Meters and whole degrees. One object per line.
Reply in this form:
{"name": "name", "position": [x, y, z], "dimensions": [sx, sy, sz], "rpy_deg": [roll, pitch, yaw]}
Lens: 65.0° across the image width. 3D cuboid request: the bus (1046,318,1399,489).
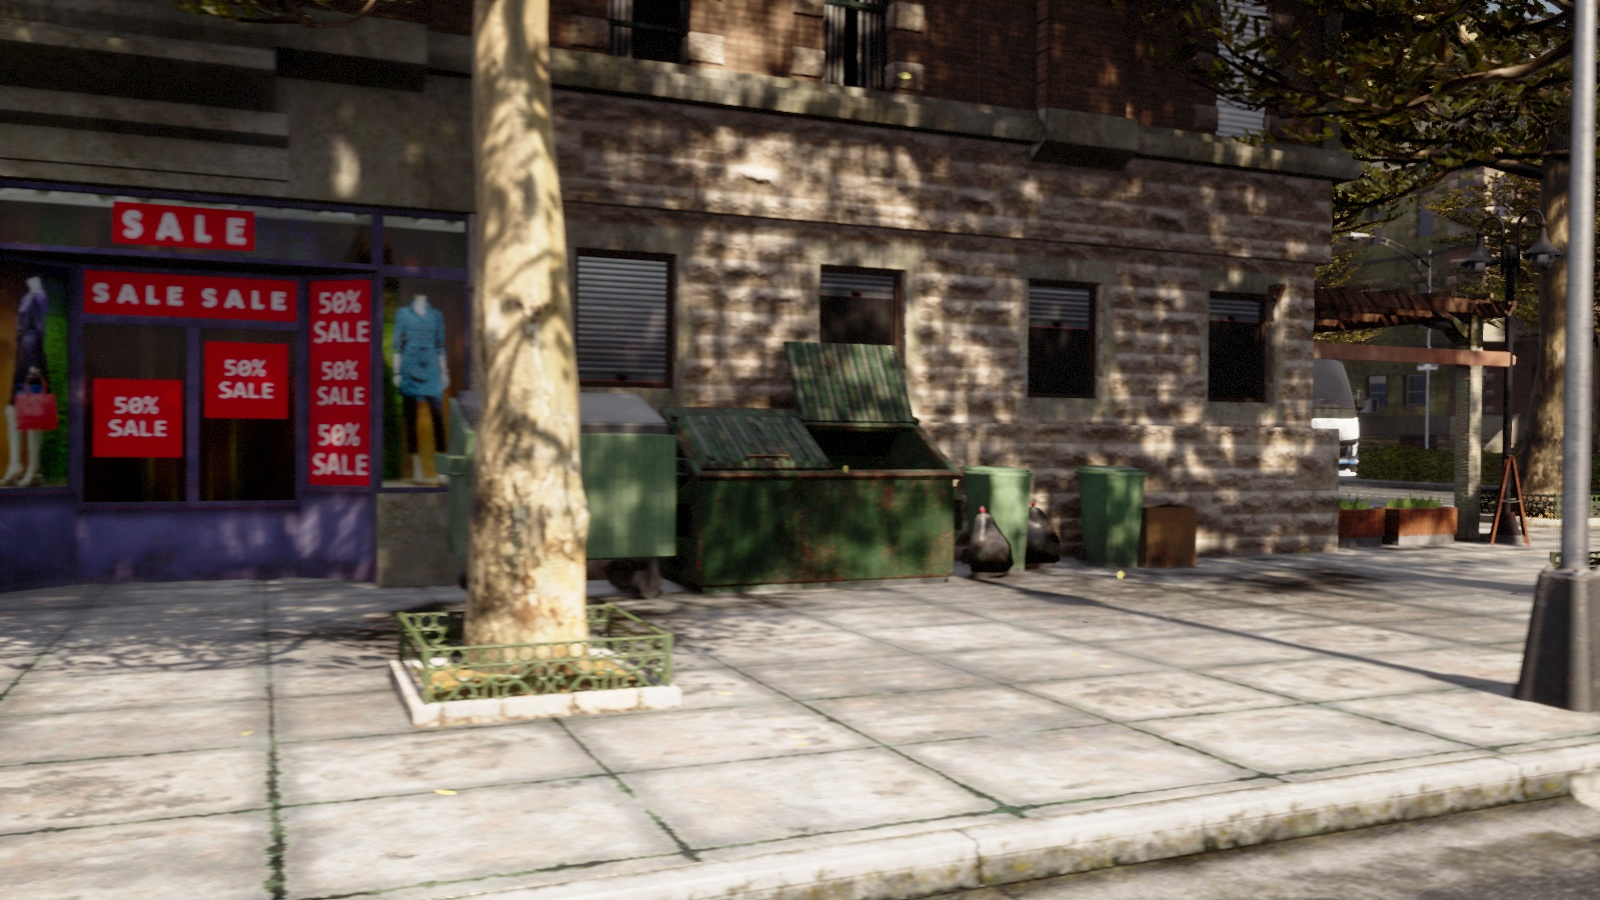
{"name": "bus", "position": [11.826, -1.246, 36.799], "dimensions": [3.944, 4.253, 10.273], "rpy_deg": [-1, 1, -23]}
